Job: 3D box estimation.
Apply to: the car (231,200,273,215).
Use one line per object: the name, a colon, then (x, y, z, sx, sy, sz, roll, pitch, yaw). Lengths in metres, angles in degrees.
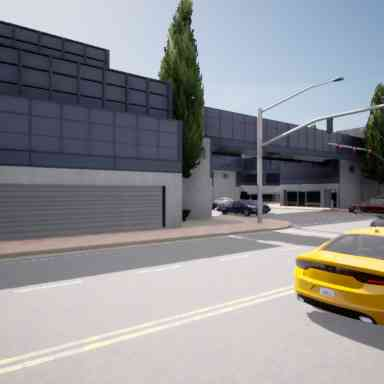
car: (6.365, 1.563, 35.601, 1.994, 1.385, 4.181, 0, 0, -37)

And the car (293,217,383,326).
car: (4.206, 1.478, 6.843, 5.008, 1.535, 1.882, 0, 0, -36)

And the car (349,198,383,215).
car: (17.892, 1.352, 32.636, 4.553, 1.767, 2.097, 0, -1, 30)

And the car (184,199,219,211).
car: (1.133, 1.601, 42.586, 1.895, 1.301, 4.718, 0, 0, -37)

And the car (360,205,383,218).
car: (10.305, 1.505, 15.924, 4.892, 1.490, 1.837, 0, 0, -37)

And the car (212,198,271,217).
car: (4.640, 1.547, 32.067, 2.033, 1.411, 5.357, 0, 0, -37)
